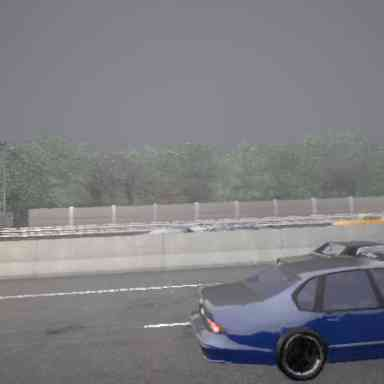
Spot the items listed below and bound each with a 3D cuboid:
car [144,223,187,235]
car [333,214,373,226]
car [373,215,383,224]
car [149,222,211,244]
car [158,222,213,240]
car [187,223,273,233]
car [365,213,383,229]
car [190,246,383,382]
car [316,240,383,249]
[{"bbox_3d":[-1.172,3.055,22.635,4.718,1.301,1.895,-2,-4,-6],"label":"car"},{"bbox_3d":[14.256,2.620,27.752,5.008,1.535,1.882,-2,-3,-6],"label":"car"},{"bbox_3d":[16.706,2.392,24.490,5.357,1.411,2.033,-2,-4,-6],"label":"car"},{"bbox_3d":[-0.953,3.187,26.172,4.674,1.442,1.812,-2,-4,-6],"label":"car"},{"bbox_3d":[-0.671,3.467,29.705,4.718,1.301,1.895,-2,-4,-6],"label":"car"},{"bbox_3d":[2.413,2.609,19.496,4.902,1.511,2.128,-2,-4,-6],"label":"car"},{"bbox_3d":[19.349,2.708,31.779,4.674,1.442,1.812,-2,-4,-6],"label":"car"},{"bbox_3d":[2.663,1.792,5.379,5.357,1.411,2.033,-2,-4,-6],"label":"car"},{"bbox_3d":[4.877,1.984,9.114,4.718,1.301,1.895,-2,-4,-6],"label":"car"}]
